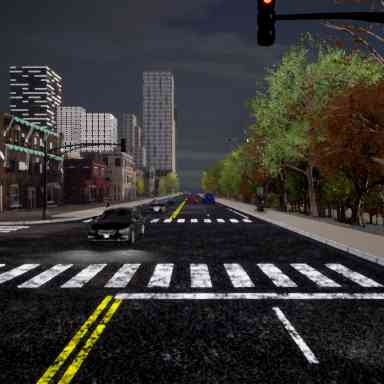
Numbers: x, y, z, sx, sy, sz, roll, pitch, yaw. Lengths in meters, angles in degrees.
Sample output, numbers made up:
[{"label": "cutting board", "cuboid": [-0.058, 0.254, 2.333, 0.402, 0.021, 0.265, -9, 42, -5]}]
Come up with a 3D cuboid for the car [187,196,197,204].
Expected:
[{"label": "car", "cuboid": [-0.025, 1.540, 64.189, 1.994, 1.385, 4.181, 0, 0, -1]}]

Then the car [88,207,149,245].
[{"label": "car", "cuboid": [-3.384, 1.502, 15.569, 1.837, 1.490, 4.892, 0, 0, 0]}]

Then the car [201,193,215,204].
[{"label": "car", "cuboid": [3.217, 1.197, 63.808, 2.150, 2.045, 5.566, 0, 0, 0]}]

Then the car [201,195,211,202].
[{"label": "car", "cuboid": [3.092, 1.448, 74.383, 1.882, 1.535, 5.008, 0, 0, 0]}]

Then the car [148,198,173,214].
[{"label": "car", "cuboid": [-3.423, 1.480, 34.619, 2.128, 1.511, 4.902, 0, 0, 0]}]

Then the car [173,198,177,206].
[{"label": "car", "cuboid": [-3.454, 1.582, 53.142, 1.895, 1.301, 4.718, 0, 0, 0]}]

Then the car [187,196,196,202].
[{"label": "car", "cuboid": [-0.152, 1.523, 74.141, 1.994, 1.385, 4.181, 0, 0, 0]}]
